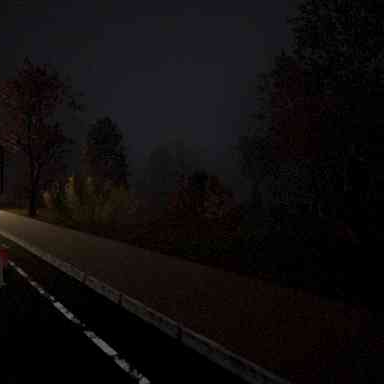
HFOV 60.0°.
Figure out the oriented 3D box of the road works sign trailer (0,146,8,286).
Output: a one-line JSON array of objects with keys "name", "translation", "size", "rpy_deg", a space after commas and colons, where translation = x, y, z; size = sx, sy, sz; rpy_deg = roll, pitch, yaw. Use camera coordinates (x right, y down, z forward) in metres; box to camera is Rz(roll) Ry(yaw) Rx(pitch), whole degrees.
[{"name": "road works sign trailer", "translation": [-6.188, 0.462, 8.471], "size": [2.380, 3.560, 2.880], "rpy_deg": [0, 0, -38]}]
